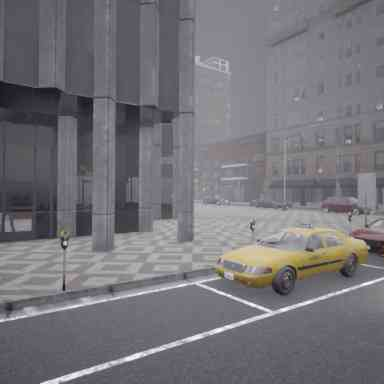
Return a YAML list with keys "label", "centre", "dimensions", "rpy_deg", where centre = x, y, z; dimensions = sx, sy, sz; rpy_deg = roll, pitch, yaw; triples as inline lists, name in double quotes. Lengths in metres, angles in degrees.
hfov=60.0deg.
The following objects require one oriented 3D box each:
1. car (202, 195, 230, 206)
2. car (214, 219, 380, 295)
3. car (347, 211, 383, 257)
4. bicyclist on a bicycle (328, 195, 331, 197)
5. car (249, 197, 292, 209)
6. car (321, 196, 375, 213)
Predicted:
- label: "car"
  centre: [3.393, 1.161, 47.036]
  dimensions: [2.128, 1.511, 4.902]
  rpy_deg: [1, 0, -35]
- label: "car"
  centre: [2.779, 1.527, 8.732]
  dimensions: [4.829, 1.417, 1.752]
  rpy_deg: [0, 1, -35]
- label: "car"
  centre: [7.498, 1.547, 12.095]
  dimensions: [4.507, 1.381, 1.887]
  rpy_deg: [0, 1, -35]
- label: "bicyclist on a bicycle"
  centre: [16.339, 1.159, 39.468]
  dimensions: [1.656, 1.620, 0.582]
  rpy_deg: [0, 0, -35]
- label: "car"
  centre: [9.062, 1.307, 38.965]
  dimensions: [2.033, 1.411, 5.357]
  rpy_deg: [1, 0, -35]
- label: "car"
  centre: [14.569, 1.198, 31.145]
  dimensions: [2.097, 1.767, 4.553]
  rpy_deg: [1, 0, -35]
